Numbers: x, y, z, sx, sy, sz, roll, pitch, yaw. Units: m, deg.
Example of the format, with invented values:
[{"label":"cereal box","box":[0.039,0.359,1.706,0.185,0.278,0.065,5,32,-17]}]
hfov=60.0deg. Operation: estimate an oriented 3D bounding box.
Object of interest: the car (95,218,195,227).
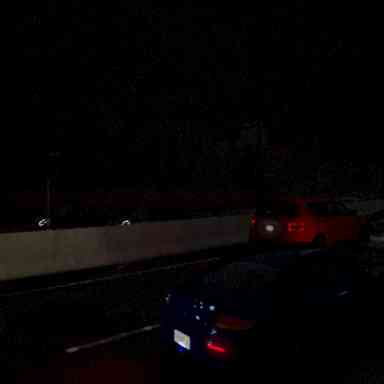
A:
[{"label":"car","box":[-1.968,1.375,16.074,4.553,1.767,2.097,0,0,-41]}]

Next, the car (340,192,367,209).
[{"label":"car","box":[21.009,1.052,43.107,2.150,2.045,5.566,-1,0,36]}]

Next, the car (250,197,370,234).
[{"label":"car","box":[4.402,1.189,12.061,5.566,2.045,2.150,0,0,-42]}]

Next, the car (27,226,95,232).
[{"label":"car","box":[-6.009,1.410,17.232,4.553,1.767,2.097,0,0,-40]}]

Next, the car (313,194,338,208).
[{"label":"car","box":[18.285,1.208,45.309,2.097,1.767,4.553,0,0,36]}]

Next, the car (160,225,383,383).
[{"label":"car","box":[1.696,1.515,5.263,4.674,1.442,1.812,0,0,-38]}]

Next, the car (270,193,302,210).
[{"label":"car","box":[12.196,1.132,42.842,2.150,2.045,5.566,-1,0,36]}]
